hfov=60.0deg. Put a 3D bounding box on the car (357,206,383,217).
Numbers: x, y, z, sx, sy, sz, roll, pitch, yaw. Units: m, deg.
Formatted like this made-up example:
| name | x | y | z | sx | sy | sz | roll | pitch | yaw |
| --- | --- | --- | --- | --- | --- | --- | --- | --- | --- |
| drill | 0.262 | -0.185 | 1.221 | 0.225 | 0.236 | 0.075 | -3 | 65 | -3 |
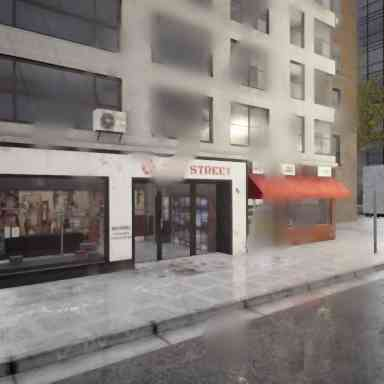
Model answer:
| name | x | y | z | sx | sy | sz | roll | pitch | yaw |
| --- | --- | --- | --- | --- | --- | --- | --- | --- | --- |
| car | 16.989 | 1.611 | 28.749 | 2.033 | 1.411 | 5.357 | 0 | 0 | -34 |
